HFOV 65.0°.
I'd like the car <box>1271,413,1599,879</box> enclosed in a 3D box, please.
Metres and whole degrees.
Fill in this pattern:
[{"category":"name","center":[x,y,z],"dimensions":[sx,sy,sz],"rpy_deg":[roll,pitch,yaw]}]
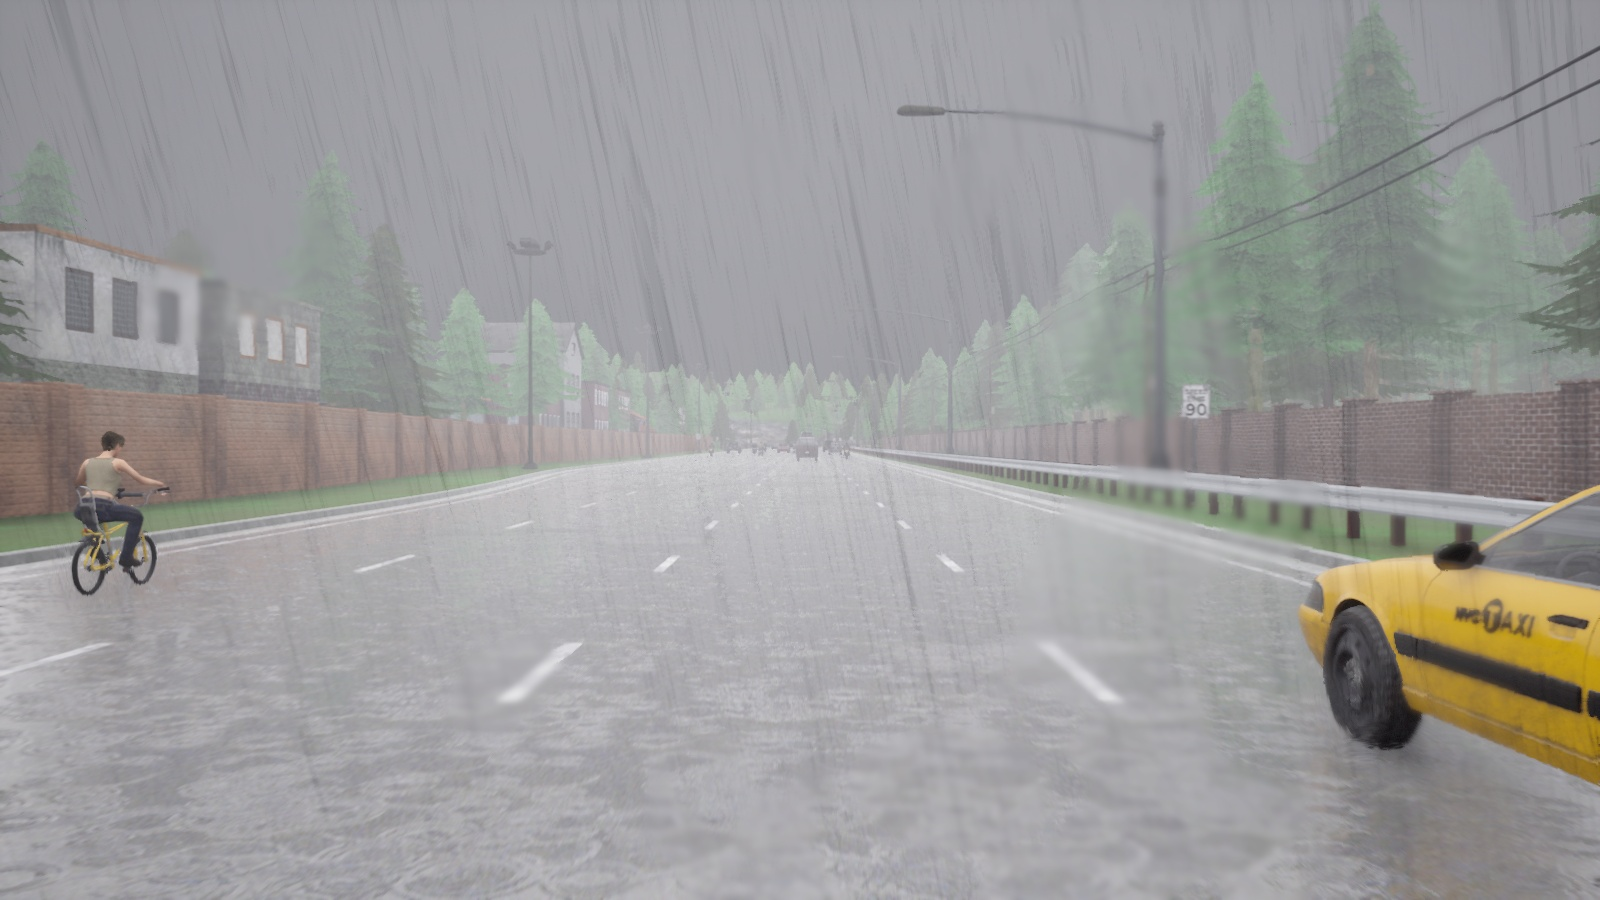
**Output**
[{"category":"car","center":[3.601,0.663,4.357],"dimensions":[1.801,1.575,5.366],"rpy_deg":[0,0,-1]}]

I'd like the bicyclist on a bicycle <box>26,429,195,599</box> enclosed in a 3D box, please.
[{"category":"bicyclist on a bicycle","center":[-6.917,0.606,12.692],"dimensions":[0.866,1.612,1.509],"rpy_deg":[0,0,1]}]
